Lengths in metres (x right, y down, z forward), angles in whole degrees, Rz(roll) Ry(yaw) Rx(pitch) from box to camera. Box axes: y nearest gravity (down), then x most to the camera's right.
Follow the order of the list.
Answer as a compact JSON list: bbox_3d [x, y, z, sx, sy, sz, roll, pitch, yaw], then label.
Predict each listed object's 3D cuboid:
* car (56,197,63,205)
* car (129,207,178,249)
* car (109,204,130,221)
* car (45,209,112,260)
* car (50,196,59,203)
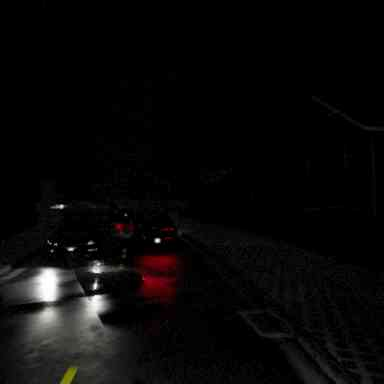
[{"bbox_3d":[-26.278,1.836,64.958,1.895,1.301,4.718,1,-1,-26],"label":"car"},{"bbox_3d":[-1.837,1.664,15.503,1.837,1.490,4.892,1,0,-11],"label":"car"},{"bbox_3d":[-6.471,1.791,30.311,1.812,1.442,4.674,1,-1,-22],"label":"car"},{"bbox_3d":[-4.348,1.622,13.116,1.837,1.490,4.892,1,-1,-11],"label":"car"},{"bbox_3d":[-32.804,1.811,79.277,1.837,1.490,4.892,1,-1,-23],"label":"car"}]
